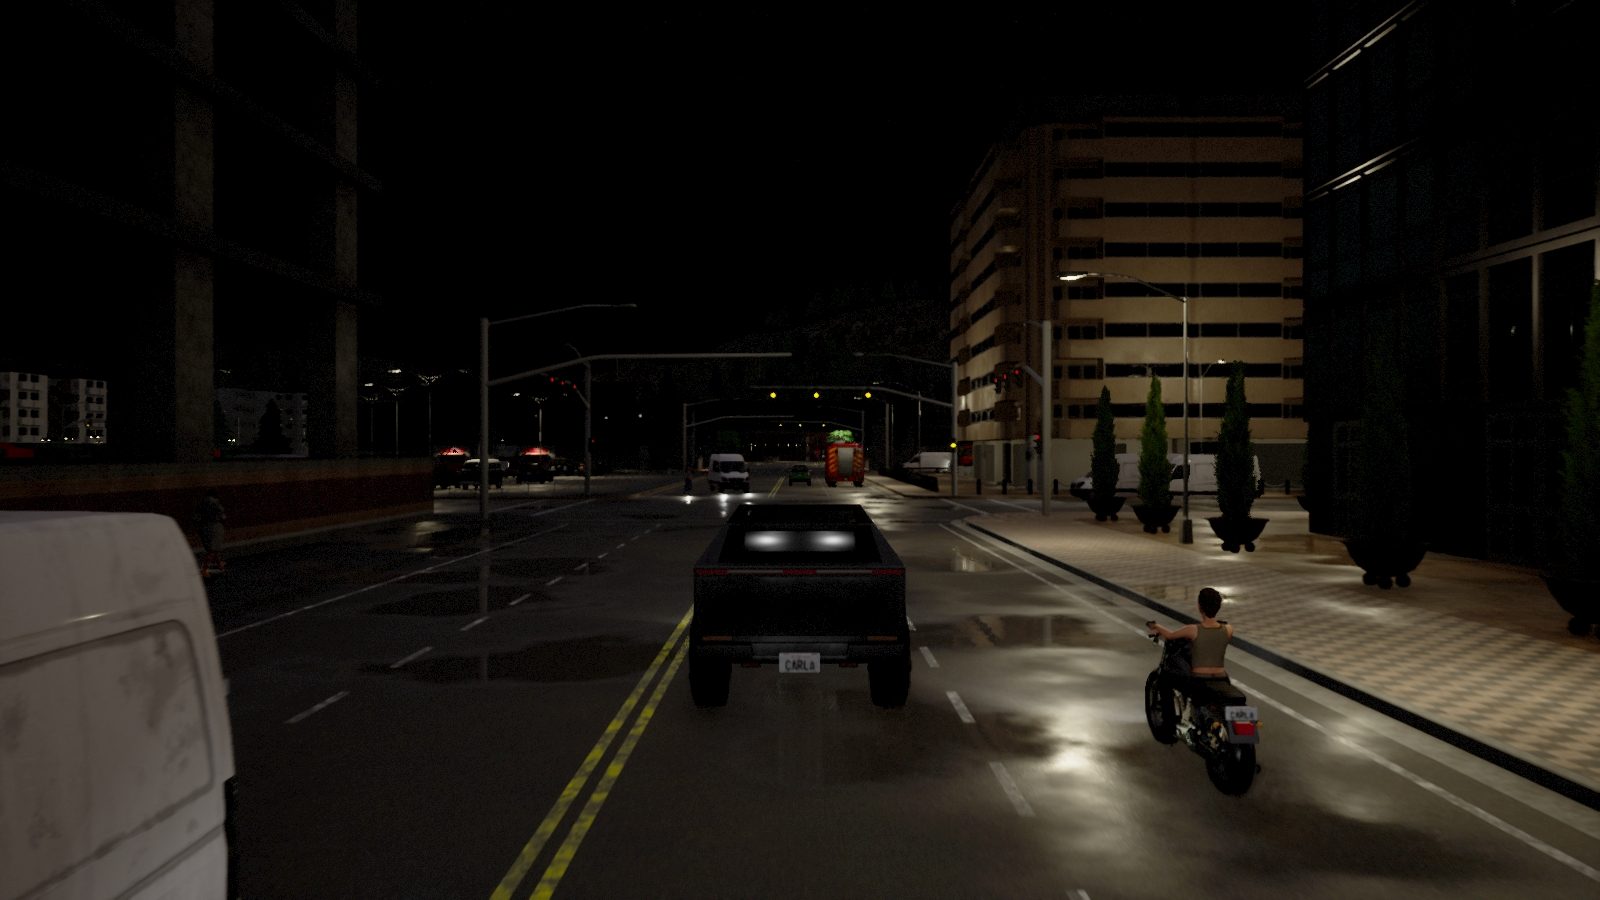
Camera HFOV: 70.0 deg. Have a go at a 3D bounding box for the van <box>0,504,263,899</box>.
[{"bbox_3d":[-3.498,1.535,2.384,1.988,2.561,5.915,0,0,0],"label":"van"}]

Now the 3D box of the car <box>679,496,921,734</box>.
[{"bbox_3d":[-0.004,1.755,14.423,2.390,2.098,6.274,0,0,0],"label":"car"}]

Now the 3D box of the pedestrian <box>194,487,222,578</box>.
[{"bbox_3d":[-12.255,1.698,23.662,0.375,1.860,0.375,0,0,3],"label":"pedestrian"}]

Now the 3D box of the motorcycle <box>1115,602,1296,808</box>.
[{"bbox_3d":[3.499,2.156,10.123,0.764,1.307,2.356,0,0,0],"label":"motorcycle"}]
